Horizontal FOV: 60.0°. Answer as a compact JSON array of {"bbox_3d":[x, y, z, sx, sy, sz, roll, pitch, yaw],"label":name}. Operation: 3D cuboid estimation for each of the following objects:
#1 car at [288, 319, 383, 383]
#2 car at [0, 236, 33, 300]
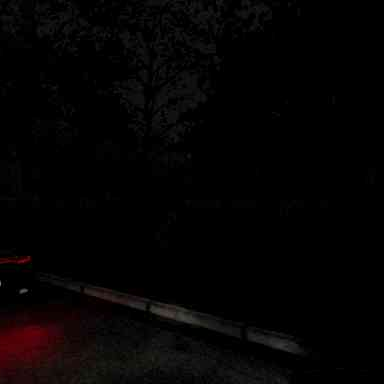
[{"bbox_3d":[2.646,1.351,1.476,4.553,1.767,2.097,0,0,36],"label":"car"},{"bbox_3d":[-5.539,1.488,7.378,5.008,1.535,1.882,0,0,36],"label":"car"}]
